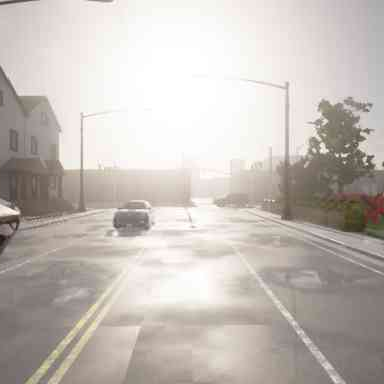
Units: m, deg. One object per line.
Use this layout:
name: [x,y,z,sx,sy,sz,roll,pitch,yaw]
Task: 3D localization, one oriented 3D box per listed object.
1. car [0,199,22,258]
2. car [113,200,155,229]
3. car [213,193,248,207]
car: [-6.177,1.385,9.563,1.385,1.994,4.181,32,-3,-6]
car: [-3.650,1.352,21.502,2.097,1.767,4.553,0,0,0]
car: [6.006,1.223,51.666,5.566,2.045,2.150,0,0,-14]
